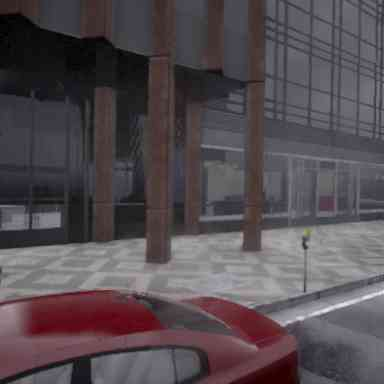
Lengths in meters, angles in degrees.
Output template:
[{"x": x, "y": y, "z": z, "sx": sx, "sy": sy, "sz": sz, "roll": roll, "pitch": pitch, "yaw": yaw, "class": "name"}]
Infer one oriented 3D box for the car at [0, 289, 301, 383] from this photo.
[{"x": -1.192, "y": 1.491, "z": 2.207, "sx": 4.507, "sy": 1.381, "sz": 1.887, "roll": 1, "pitch": 1, "yaw": -34, "class": "car"}]
